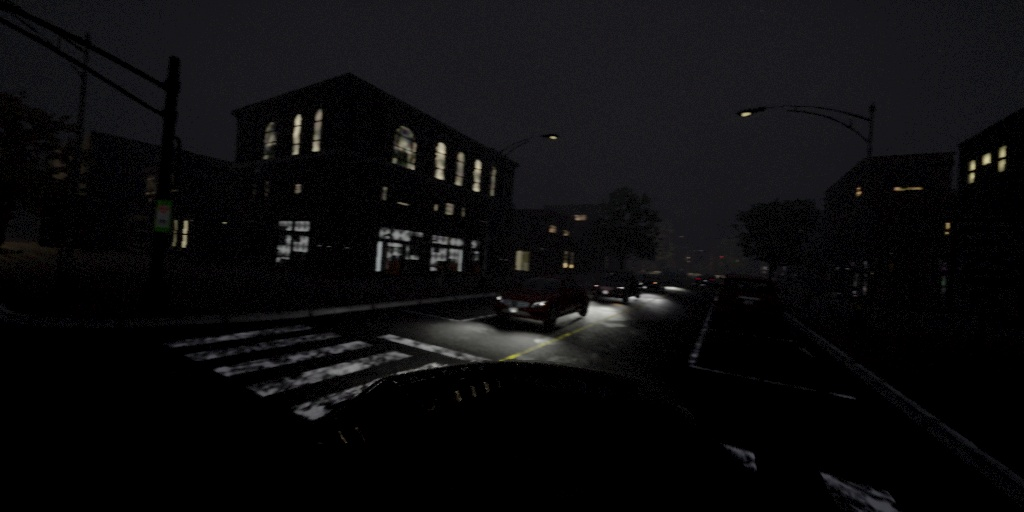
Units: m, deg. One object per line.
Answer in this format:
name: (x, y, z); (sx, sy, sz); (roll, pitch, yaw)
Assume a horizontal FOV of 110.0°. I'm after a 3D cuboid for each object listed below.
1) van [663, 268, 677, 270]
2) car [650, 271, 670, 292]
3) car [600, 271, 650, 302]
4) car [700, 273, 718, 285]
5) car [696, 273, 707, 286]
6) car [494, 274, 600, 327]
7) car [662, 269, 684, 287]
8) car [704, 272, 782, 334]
van: (24.262, 2.727, 55.959); (1.690, 1.789, 3.998); (0, 0, 31)
car: (11.071, 2.096, 28.689); (1.895, 1.301, 4.718); (4, 0, 31)
car: (5.974, 1.640, 20.134); (2.128, 1.511, 4.902); (4, 0, 31)
car: (27.776, 3.177, 50.487); (2.033, 1.411, 5.357); (4, 0, 31)
car: (22.999, 2.871, 42.463); (1.994, 1.385, 4.181); (4, 0, 30)
car: (1.248, 1.353, 12.209); (1.812, 1.442, 4.674); (4, 0, 31)
car: (16.279, 2.413, 37.338); (1.994, 1.385, 4.181); (4, 0, 31)
car: (8.758, 1.659, 13.601); (2.192, 1.841, 5.009); (0, 0, 31)
